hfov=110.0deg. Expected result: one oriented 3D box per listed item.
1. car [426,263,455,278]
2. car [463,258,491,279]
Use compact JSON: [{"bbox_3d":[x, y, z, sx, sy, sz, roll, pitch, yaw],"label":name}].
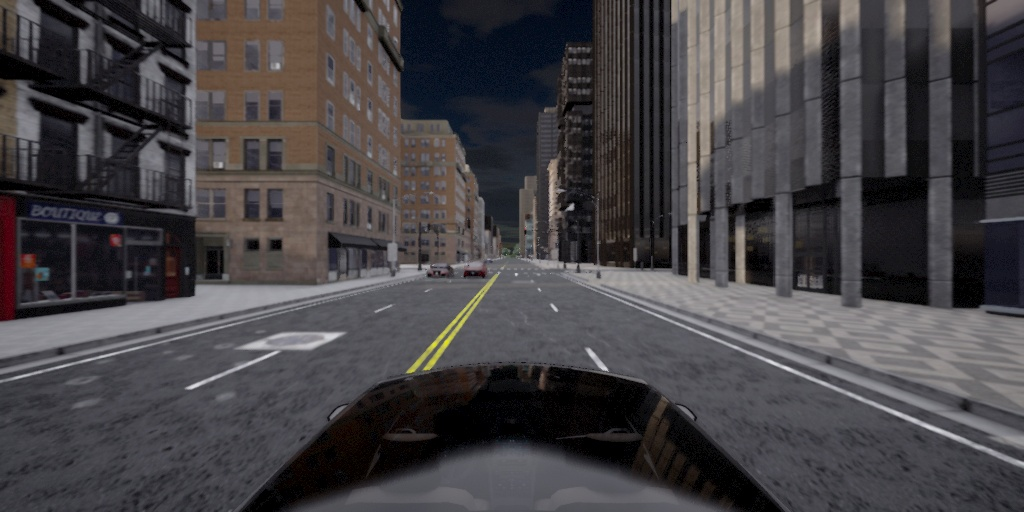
[{"bbox_3d":[-6.547,1.318,33.305,1.994,1.385,4.181,0,0,0],"label":"car"},{"bbox_3d":[-3.297,1.231,33.039,1.882,1.535,5.008,0,0,0],"label":"car"}]
